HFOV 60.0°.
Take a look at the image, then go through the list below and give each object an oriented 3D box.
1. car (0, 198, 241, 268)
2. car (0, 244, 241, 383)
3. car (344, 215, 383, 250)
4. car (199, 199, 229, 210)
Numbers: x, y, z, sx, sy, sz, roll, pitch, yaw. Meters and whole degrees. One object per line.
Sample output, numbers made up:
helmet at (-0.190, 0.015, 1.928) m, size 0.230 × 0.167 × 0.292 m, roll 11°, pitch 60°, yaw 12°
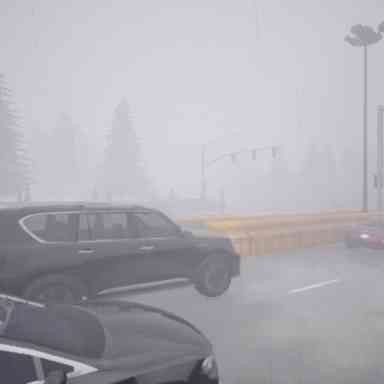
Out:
car at (-1.513, 1.246, 6.961) m, size 5.566 × 2.045 × 2.150 m, roll 1°, pitch 0°, yaw -35°
car at (-1.967, 1.487, 2.341) m, size 4.902 × 1.511 × 2.128 m, roll 1°, pitch 0°, yaw -35°
car at (8.230, 1.671, 13.853) m, size 4.181 × 1.385 × 1.994 m, roll 0°, pitch 0°, yaw -35°
car at (3.187, 1.741, 48.471) m, size 1.812 × 1.442 × 4.674 m, roll 0°, pitch 0°, yaw -35°
